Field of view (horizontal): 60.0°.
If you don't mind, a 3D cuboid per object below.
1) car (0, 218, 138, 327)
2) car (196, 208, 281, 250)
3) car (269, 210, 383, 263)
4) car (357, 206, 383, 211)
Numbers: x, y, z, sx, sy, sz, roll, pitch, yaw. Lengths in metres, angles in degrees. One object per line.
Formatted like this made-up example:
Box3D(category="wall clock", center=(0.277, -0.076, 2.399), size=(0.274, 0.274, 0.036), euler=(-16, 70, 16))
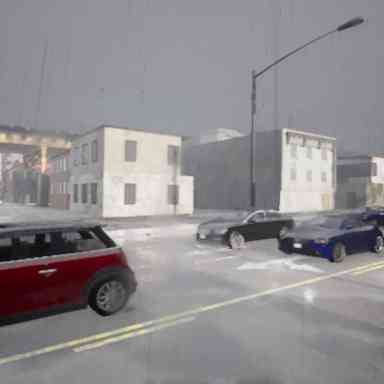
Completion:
Box3D(category="car", center=(-3.357, 1.348, 5.892), size=(4.553, 1.767, 2.097), euler=(0, 0, -36))
Box3D(category="car", center=(2.410, 1.461, 14.305), size=(4.902, 1.511, 2.128), euler=(0, 0, -35))
Box3D(category="car", center=(5.025, 1.532, 11.872), size=(4.181, 1.385, 1.994), euler=(0, 0, -35))
Box3D(category="car", center=(11.040, 1.538, 20.427), size=(4.718, 1.301, 1.895), euler=(0, 0, -35))
